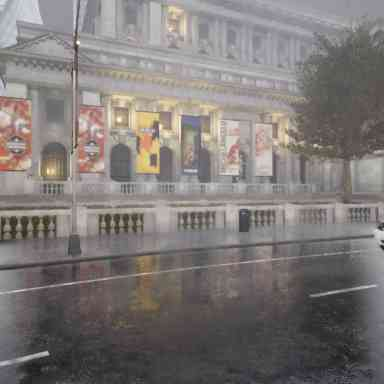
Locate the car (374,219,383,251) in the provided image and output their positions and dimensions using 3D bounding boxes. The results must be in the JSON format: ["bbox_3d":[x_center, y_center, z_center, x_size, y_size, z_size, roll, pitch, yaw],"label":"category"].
[{"bbox_3d":[9.273,1.224,12.041,5.566,2.045,2.150,0,0,-23],"label":"car"}]
